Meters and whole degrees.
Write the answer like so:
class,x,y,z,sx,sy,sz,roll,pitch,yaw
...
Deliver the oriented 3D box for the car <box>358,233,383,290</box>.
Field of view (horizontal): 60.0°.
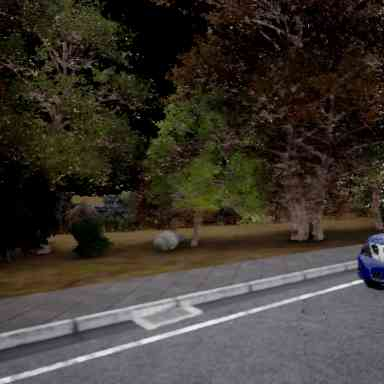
class,x,y,z,sx,sy,sz,roll,pitch,yaw
car,6.423,1.332,8.260,5.566,2.045,2.150,1,-1,-35
